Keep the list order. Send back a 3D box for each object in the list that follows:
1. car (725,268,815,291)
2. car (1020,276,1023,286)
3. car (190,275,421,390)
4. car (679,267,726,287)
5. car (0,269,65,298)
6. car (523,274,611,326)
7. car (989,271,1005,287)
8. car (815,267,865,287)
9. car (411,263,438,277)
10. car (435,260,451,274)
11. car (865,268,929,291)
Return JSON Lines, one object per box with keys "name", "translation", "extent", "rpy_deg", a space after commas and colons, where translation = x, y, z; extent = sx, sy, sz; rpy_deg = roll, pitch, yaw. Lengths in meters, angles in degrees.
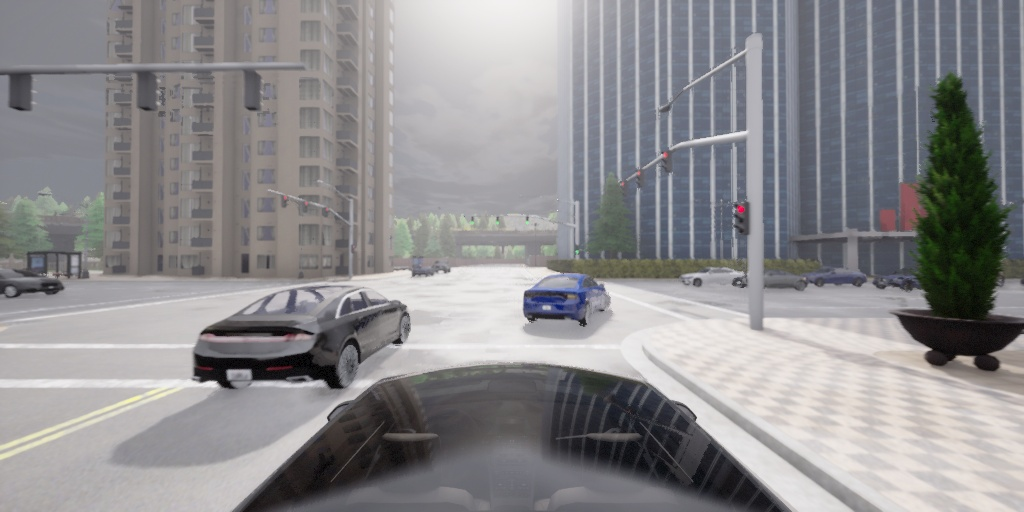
{"name": "car", "translation": [17.008, 1.569, 23.796], "extent": [4.181, 1.385, 1.994], "rpy_deg": [0, -1, -1]}
{"name": "car", "translation": [37.249, 1.499, 23.984], "extent": [4.902, 1.511, 2.128], "rpy_deg": [0, -1, 0]}
{"name": "car", "translation": [-3.409, 1.302, 6.916], "extent": [2.128, 1.511, 4.902], "rpy_deg": [0, -1, 0]}
{"name": "car", "translation": [15.207, 1.572, 27.278], "extent": [4.674, 1.442, 1.812], "rpy_deg": [0, -1, -1]}
{"name": "car", "translation": [-27.697, 1.463, 19.643], "extent": [4.892, 1.490, 1.837], "rpy_deg": [0, -1, -1]}
{"name": "car", "translation": [2.053, 1.353, 12.494], "extent": [1.882, 1.535, 5.008], "rpy_deg": [-1, -1, 25]}
{"name": "car", "translation": [34.375, 1.400, 27.463], "extent": [4.553, 1.767, 2.097], "rpy_deg": [0, -1, 0]}
{"name": "car", "translation": [24.290, 1.572, 27.367], "extent": [4.674, 1.442, 1.812], "rpy_deg": [0, -1, 0]}
{"name": "car", "translation": [-10.599, 1.830, 43.039], "extent": [1.895, 1.301, 4.718], "rpy_deg": [0, -1, 0]}
{"name": "car", "translation": [-10.561, 1.574, 53.717], "extent": [2.150, 2.045, 5.566], "rpy_deg": [0, -1, 0]}
{"name": "car", "translation": [26.927, 1.532, 23.890], "extent": [4.674, 1.442, 1.812], "rpy_deg": [0, -1, 0]}
